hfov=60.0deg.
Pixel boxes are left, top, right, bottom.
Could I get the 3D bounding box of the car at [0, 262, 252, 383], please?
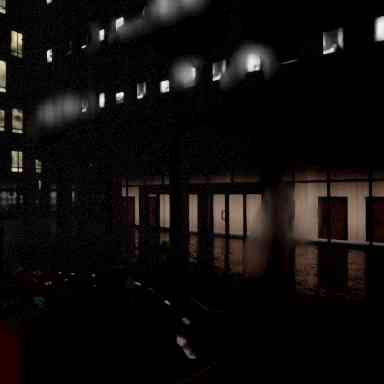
[{"bbox_3d":[-1.523,1.545,3.985,4.507,1.381,1.887,0,0,36],"label":"car"}]
